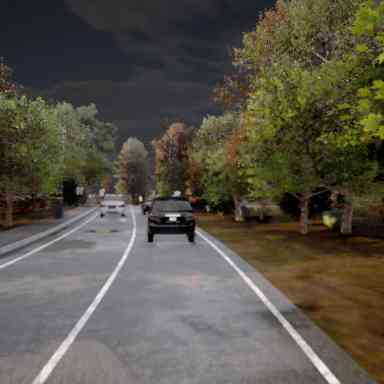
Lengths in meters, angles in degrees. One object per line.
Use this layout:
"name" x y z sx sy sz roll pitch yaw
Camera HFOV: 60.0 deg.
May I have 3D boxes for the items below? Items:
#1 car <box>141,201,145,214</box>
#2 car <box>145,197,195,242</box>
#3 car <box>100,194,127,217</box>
"car" -4.413 1.570 35.573 2.033 1.411 5.357 1 0 -11
"car" -1.167 1.244 16.842 2.150 2.045 5.566 1 0 -7
"car" -7.265 1.200 30.867 2.150 2.045 5.566 1 0 -11
